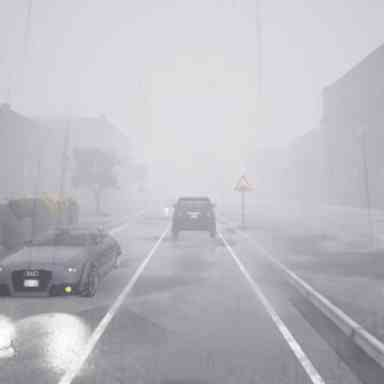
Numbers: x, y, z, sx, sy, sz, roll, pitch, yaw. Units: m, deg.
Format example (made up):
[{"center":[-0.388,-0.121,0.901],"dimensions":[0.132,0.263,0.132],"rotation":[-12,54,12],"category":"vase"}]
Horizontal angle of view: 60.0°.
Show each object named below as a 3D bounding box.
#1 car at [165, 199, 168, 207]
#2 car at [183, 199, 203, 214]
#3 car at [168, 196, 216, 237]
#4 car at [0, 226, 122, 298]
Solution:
[{"center":[-3.079,1.674,50.892],"dimensions":[1.895,1.301,4.718],"rotation":[0,0,0],"category":"car"},{"center":[0.088,1.560,36.670],"dimensions":[2.128,1.511,4.902],"rotation":[0,0,0],"category":"car"},{"center":[0.094,1.250,18.293],"dimensions":[2.150,2.045,5.566],"rotation":[0,0,0],"category":"car"},{"center":[-3.102,1.571,8.411],"dimensions":[1.994,1.385,4.181],"rotation":[0,0,0],"category":"car"}]
